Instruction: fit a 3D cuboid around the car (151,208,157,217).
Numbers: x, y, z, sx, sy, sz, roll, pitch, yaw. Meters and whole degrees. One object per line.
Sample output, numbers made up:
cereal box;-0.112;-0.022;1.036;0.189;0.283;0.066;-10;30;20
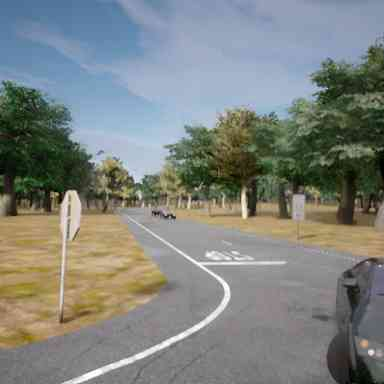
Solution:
car;-5.830;3.500;56.897;1.882;1.535;5.008;3;-3;-14

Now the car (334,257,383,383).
car;3.144;1.681;4.687;1.994;1.385;4.181;0;-2;21

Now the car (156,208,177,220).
car;-3.552;3.302;48.058;1.895;1.301;4.718;3;-3;-14
